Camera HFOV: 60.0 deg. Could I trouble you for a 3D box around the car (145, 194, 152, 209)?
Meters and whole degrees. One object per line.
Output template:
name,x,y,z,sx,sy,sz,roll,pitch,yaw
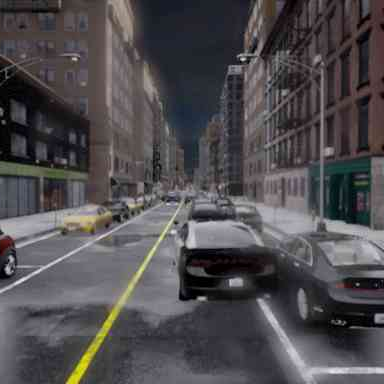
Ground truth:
car,-5.435,1.163,33.785,1.802,1.307,4.206,0,1,0

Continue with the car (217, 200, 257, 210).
car,2.614,1.333,17.551,2.008,1.369,4.403,0,1,0

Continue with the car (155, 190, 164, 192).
car,-5.466,0.616,55.431,2.192,1.841,5.009,0,1,0

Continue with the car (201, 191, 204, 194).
car,2.567,0.954,50.025,1.802,1.307,4.206,0,1,0

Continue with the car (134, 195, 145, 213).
car,-5.427,1.175,28.202,1.752,1.417,4.829,0,1,0

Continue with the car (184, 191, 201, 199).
car,-0.045,0.931,45.729,1.837,1.490,4.892,0,0,1

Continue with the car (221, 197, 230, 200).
car,2.598,1.214,28.375,1.947,1.339,4.313,0,1,0

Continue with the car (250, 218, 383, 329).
car,2.629,1.466,6.726,2.008,1.369,4.403,0,1,0

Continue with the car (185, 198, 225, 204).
car,0.691,1.278,18.252,1.837,1.490,4.892,0,1,0

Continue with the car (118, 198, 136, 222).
car,-5.419,1.281,22.961,1.947,1.339,4.313,0,1,0

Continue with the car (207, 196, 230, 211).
car,2.590,1.147,33.788,1.947,1.339,4.313,0,1,0

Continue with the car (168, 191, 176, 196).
car,-5.520,0.341,92.632,1.752,1.417,4.829,0,1,0

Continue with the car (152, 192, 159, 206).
car,-5.443,1.063,39.197,2.008,1.369,4.403,0,1,0

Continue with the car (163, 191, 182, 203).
car,-2.871,0.914,50.439,2.033,1.411,5.357,0,1,0

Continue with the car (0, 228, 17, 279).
car,-5.396,1.355,6.722,1.967,1.590,4.097,0,1,0

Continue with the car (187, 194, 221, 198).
car,0.792,1.177,24.250,1.882,1.535,5.008,0,1,0

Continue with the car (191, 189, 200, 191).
car,-0.084,0.736,58.791,1.882,1.535,5.008,0,1,0

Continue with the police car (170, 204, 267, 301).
police car,0.512,1.321,8.283,1.930,1.638,5.238,0,1,-6

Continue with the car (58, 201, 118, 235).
car,-5.411,1.309,17.378,1.752,1.417,4.829,0,1,0

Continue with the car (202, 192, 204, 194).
car,2.574,0.965,44.782,1.752,1.417,4.829,0,1,0

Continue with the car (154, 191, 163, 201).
car,-5.450,0.993,44.610,2.008,1.369,4.403,0,1,0
